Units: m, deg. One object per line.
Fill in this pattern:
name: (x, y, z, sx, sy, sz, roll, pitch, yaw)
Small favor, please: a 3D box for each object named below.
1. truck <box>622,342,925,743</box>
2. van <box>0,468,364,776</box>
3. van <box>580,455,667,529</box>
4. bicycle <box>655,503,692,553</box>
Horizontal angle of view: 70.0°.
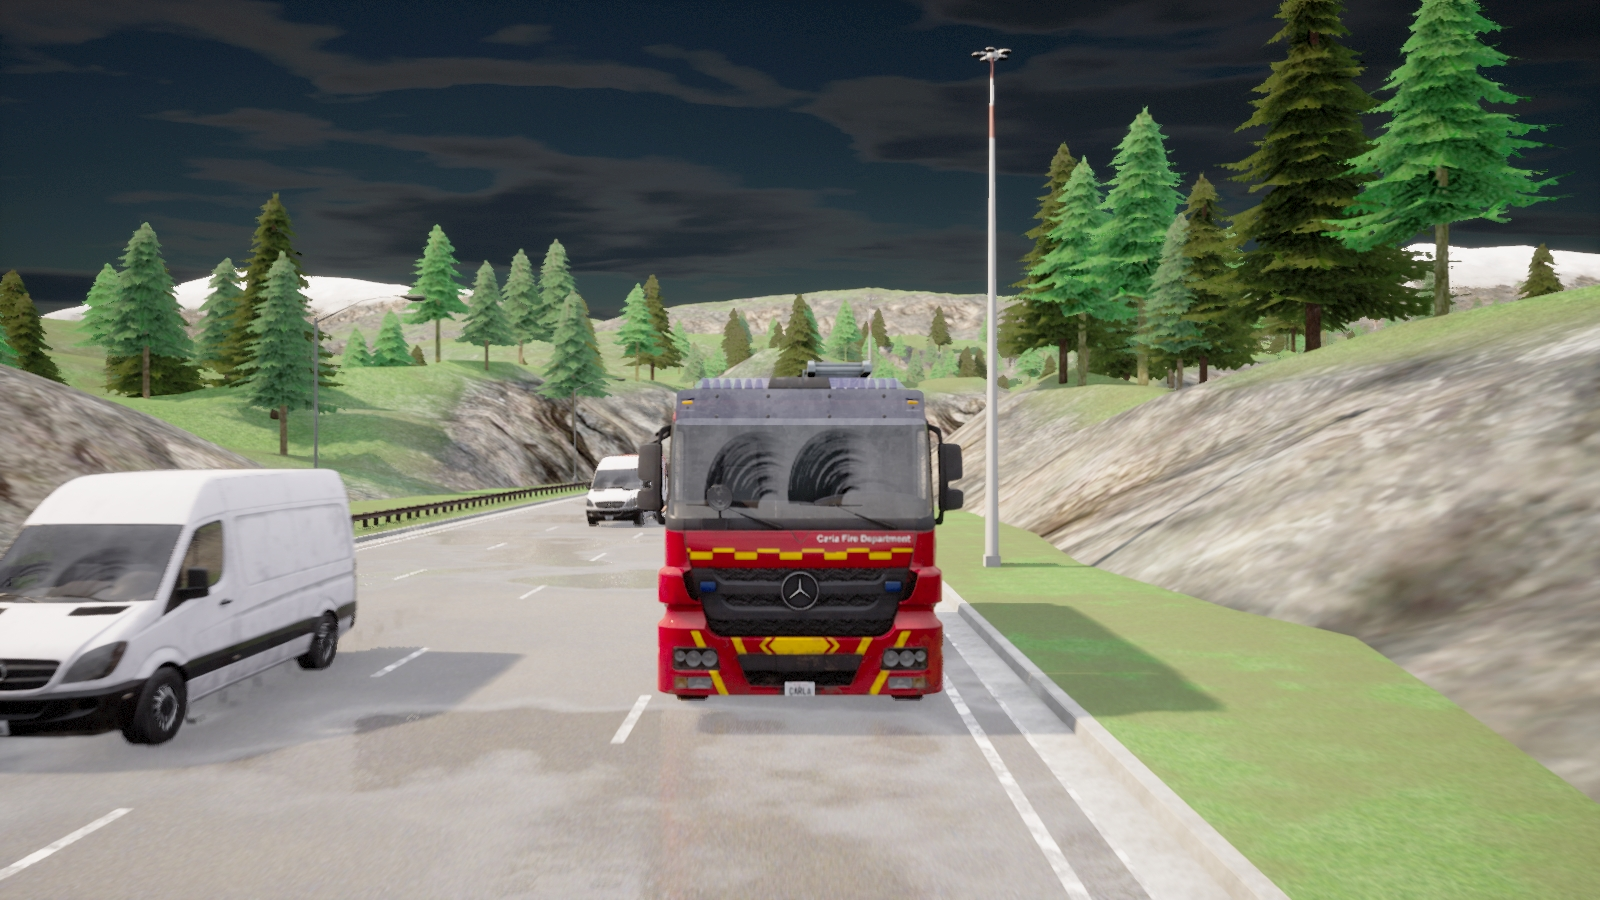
truck: (-0.251, 0.879, 15.140, 2.891, 3.827, 8.468, 0, 0, 0)
van: (-7.009, 1.525, 12.792, 1.988, 2.561, 5.915, 0, 0, 0)
van: (-6.537, 1.506, 43.090, 1.988, 2.561, 5.915, -1, 0, 4)
bicycle: (-3.494, 2.136, 31.650, 0.859, 1.277, 1.487, 0, 0, 0)
